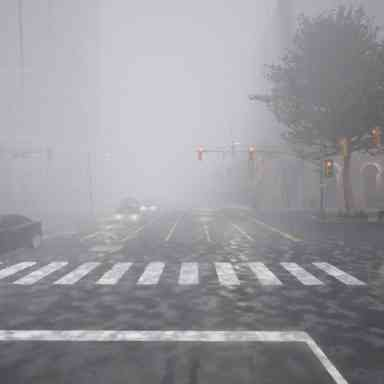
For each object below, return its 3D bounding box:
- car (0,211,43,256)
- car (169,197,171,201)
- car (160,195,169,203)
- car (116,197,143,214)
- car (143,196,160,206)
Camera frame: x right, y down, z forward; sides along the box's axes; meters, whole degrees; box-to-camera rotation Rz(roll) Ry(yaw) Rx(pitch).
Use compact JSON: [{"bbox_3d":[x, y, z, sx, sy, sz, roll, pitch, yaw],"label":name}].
[{"bbox_3d":[-7.045,1.477,11.610,1.882,1.535,5.008,0,0,0],"label":"car"},{"bbox_3d":[-6.362,1.524,82.604,1.812,1.442,4.674,0,0,1],"label":"car"},{"bbox_3d":[-6.568,1.478,69.327,1.882,1.535,5.008,0,0,1],"label":"car"},{"bbox_3d":[-6.662,1.352,35.000,2.097,1.767,4.553,0,0,-4],"label":"car"},{"bbox_3d":[-6.823,1.601,53.574,1.895,1.301,4.718,0,0,0],"label":"car"}]
